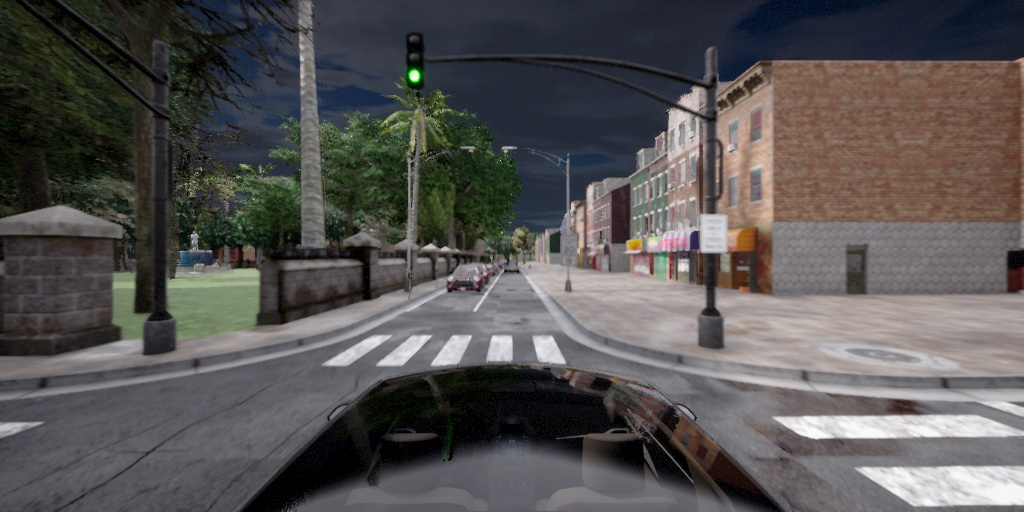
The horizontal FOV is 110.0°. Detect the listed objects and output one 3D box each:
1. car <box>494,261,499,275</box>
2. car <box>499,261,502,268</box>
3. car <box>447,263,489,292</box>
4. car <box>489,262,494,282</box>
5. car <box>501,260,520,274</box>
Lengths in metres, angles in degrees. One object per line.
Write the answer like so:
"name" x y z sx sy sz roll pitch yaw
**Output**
"car" -2.654 1.464 38.370 1.802 1.307 4.207 0 0 0
"car" -2.659 1.496 49.746 2.007 1.370 4.403 0 0 0
"car" -2.646 1.246 21.305 1.967 1.591 4.097 0 0 0
"car" -2.648 1.269 26.993 1.967 1.591 4.097 0 0 0
"car" -0.018 1.488 45.385 1.994 1.385 4.181 0 0 0
